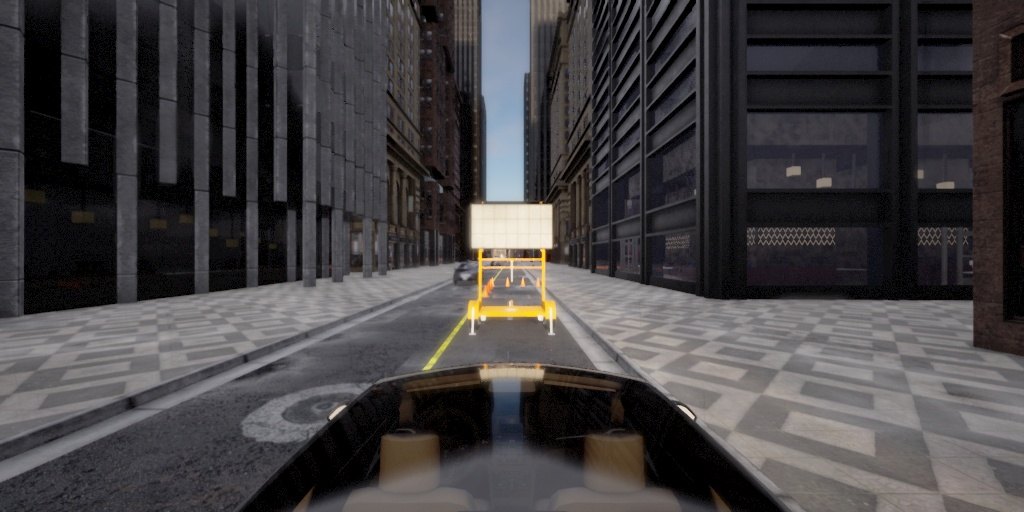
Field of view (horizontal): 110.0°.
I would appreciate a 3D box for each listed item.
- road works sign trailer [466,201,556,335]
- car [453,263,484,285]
[{"bbox_3d":[-0.001,0.213,10.480,2.380,3.560,2.880,0,0,0],"label":"road works sign trailer"},{"bbox_3d":[-3.110,1.239,26.312,2.128,1.511,4.902,0,0,0],"label":"car"}]
